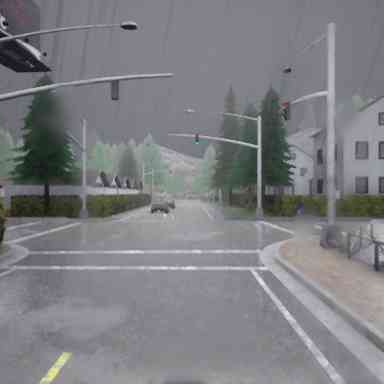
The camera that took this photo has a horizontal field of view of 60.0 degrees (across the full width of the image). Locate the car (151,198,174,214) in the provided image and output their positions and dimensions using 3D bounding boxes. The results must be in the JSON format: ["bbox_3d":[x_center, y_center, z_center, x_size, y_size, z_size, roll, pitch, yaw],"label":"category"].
[{"bbox_3d":[-3.557,1.683,38.314,2.033,1.411,5.357,0,0,0],"label":"car"}]
